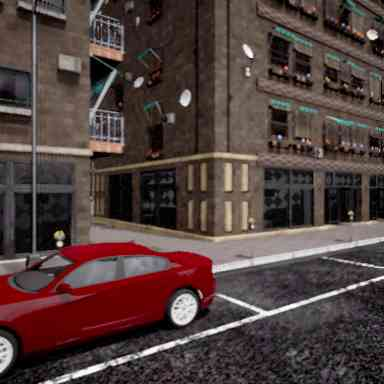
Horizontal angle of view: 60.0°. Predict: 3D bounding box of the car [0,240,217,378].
[{"bbox_3d":[-1.659,1.540,5.377,4.507,1.381,1.887,0,0,-36],"label":"car"}]
